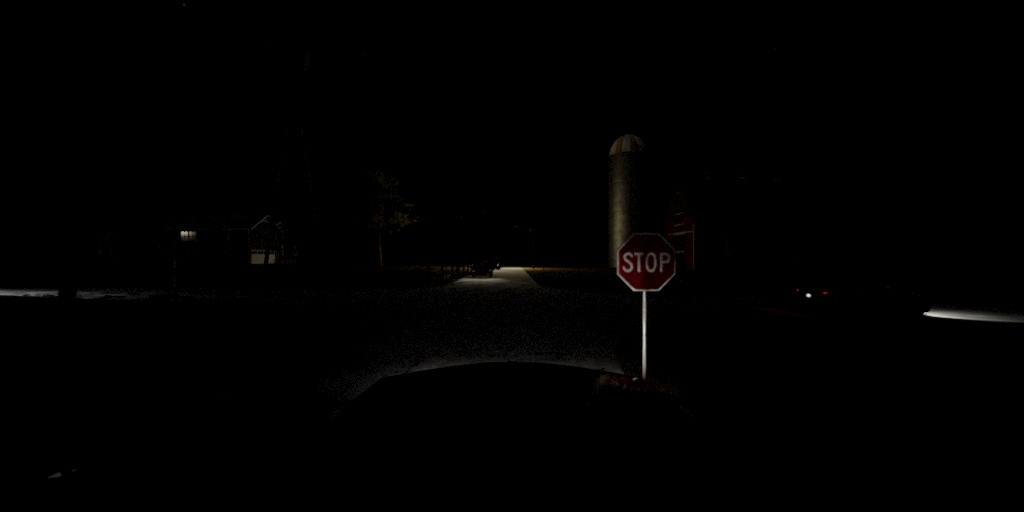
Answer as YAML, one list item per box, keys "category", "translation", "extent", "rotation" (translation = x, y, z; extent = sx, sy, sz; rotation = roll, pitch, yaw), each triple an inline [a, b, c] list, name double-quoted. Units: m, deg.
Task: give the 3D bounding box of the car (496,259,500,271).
- category: "car"
  translation: [-2.850, 1.283, 53.794]
  extent: [2.097, 1.767, 4.553]
  rotation: [0, 0, 0]

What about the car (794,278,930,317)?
- category: "car"
  translation: [13.921, 1.593, 14.412]
  extent: [4.181, 1.385, 1.994]
  rotation: [1, 0, 0]

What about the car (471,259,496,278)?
- category: "car"
  translation: [-2.856, 1.302, 35.242]
  extent: [1.882, 1.535, 5.008]
  rotation: [0, 0, 0]
